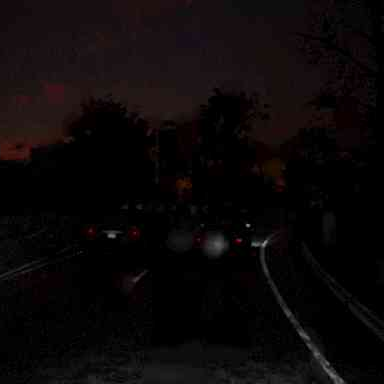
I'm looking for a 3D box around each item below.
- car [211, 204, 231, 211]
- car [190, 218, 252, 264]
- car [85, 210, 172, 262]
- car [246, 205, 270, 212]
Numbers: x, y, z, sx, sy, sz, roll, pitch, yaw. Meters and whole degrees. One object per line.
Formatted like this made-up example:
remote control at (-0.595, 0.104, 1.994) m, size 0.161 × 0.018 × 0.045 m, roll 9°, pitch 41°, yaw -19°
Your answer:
car at (5.560, 3.186, 68.285) m, size 4.902 × 1.511 × 2.128 m, roll -1°, pitch -2°, yaw 24°
car at (1.213, 1.664, 12.405) m, size 1.994 × 1.385 × 4.181 m, roll -1°, pitch -1°, yaw 11°
car at (-2.222, 1.463, 12.869) m, size 2.097 × 1.767 × 4.553 m, roll 0°, pitch -1°, yaw 10°
car at (13.131, 3.111, 66.836) m, size 5.008 × 1.535 × 1.882 m, roll -2°, pitch -2°, yaw 45°
